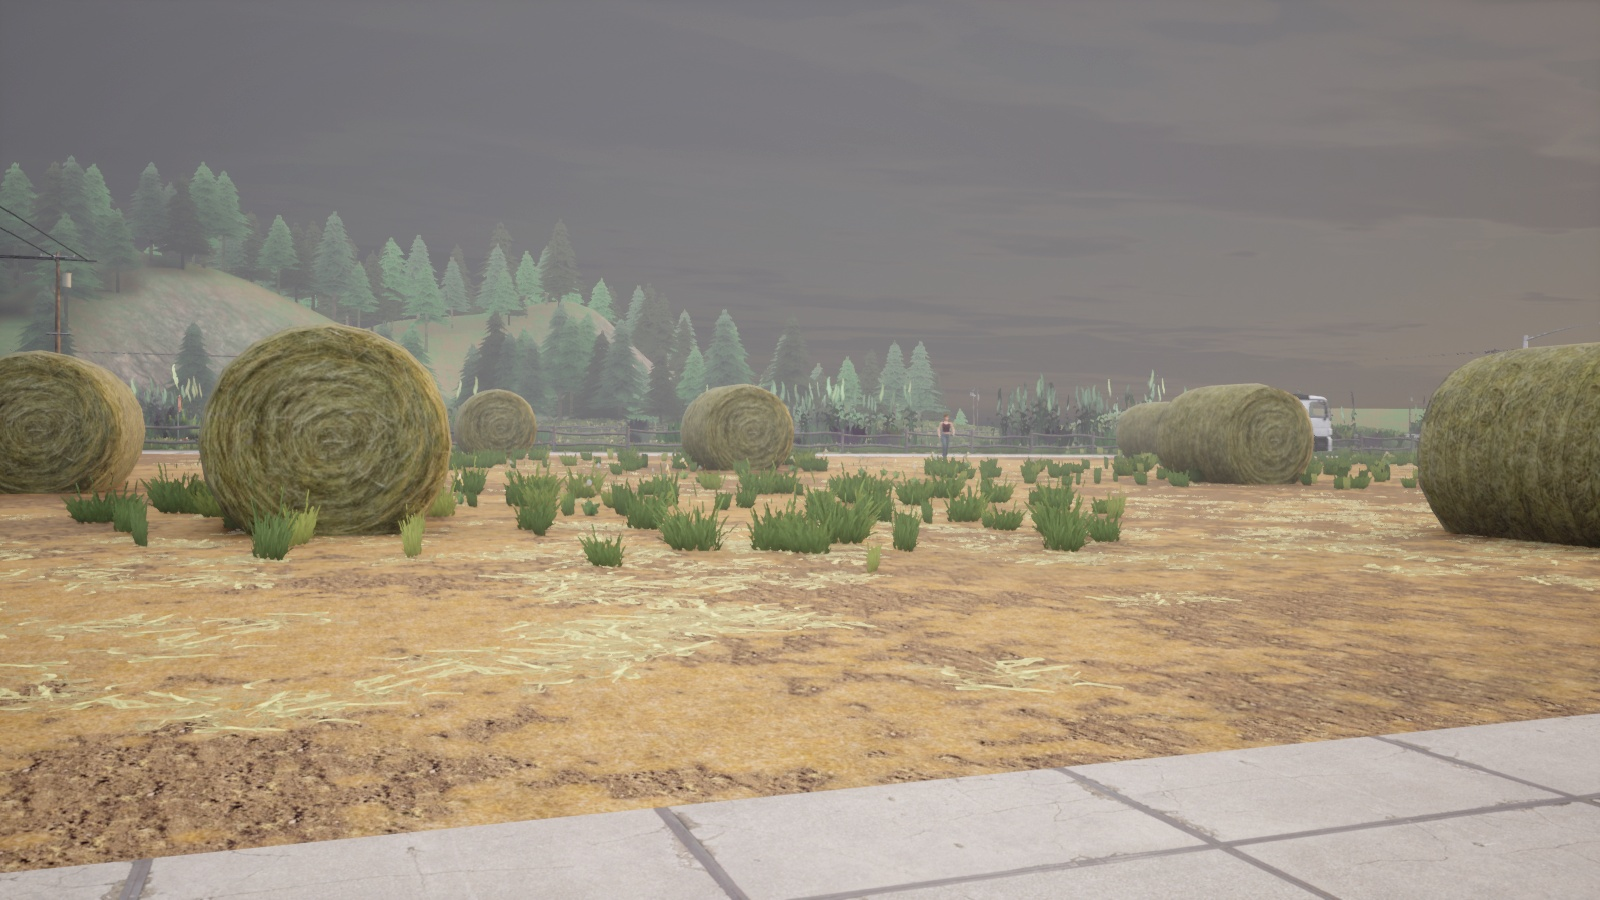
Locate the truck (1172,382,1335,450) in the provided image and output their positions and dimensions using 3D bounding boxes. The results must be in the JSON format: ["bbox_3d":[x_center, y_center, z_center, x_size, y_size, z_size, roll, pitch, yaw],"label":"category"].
[{"bbox_3d":[23.956,-1.803,66.368,7.936,3.462,2.891,-1,1,-17],"label":"truck"}]

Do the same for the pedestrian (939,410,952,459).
[{"bbox_3d":[5.440,-0.583,46.888,0.345,1.836,0.594,-1,1,-7],"label":"pedestrian"}]

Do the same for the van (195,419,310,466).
[{"bbox_3d":[-24.082,-0.362,55.378,4.442,1.987,1.775,-1,1,-17],"label":"van"}]
